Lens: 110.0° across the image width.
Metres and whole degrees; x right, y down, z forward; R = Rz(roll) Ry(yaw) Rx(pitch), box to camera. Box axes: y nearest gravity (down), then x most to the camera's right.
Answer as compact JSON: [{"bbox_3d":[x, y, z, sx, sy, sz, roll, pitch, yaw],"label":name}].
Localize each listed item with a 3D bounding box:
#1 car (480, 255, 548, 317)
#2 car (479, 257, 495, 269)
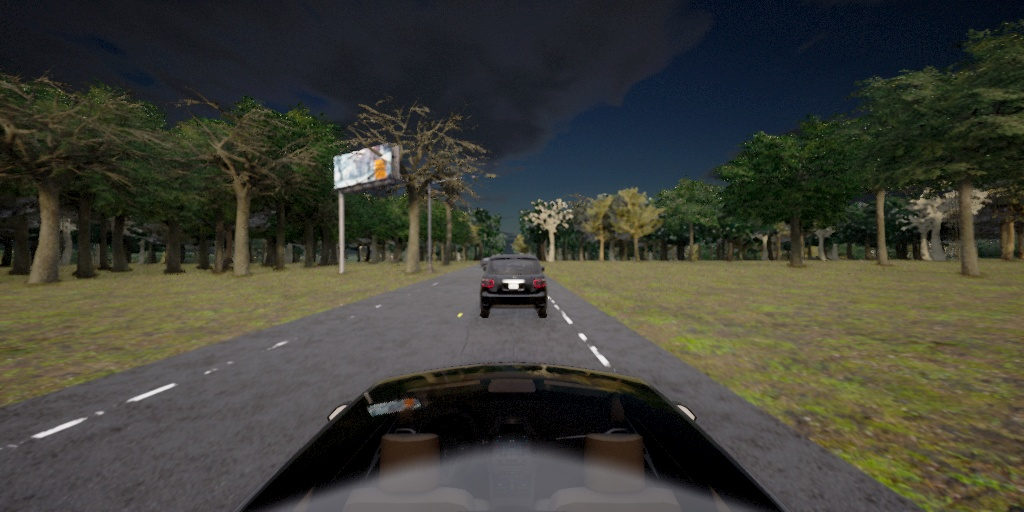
[{"bbox_3d":[0.067,0.959,13.253,2.150,2.045,5.566,0,1,0],"label":"car"},{"bbox_3d":[-3.571,0.973,51.884,1.882,1.535,5.008,0,0,0],"label":"car"}]
